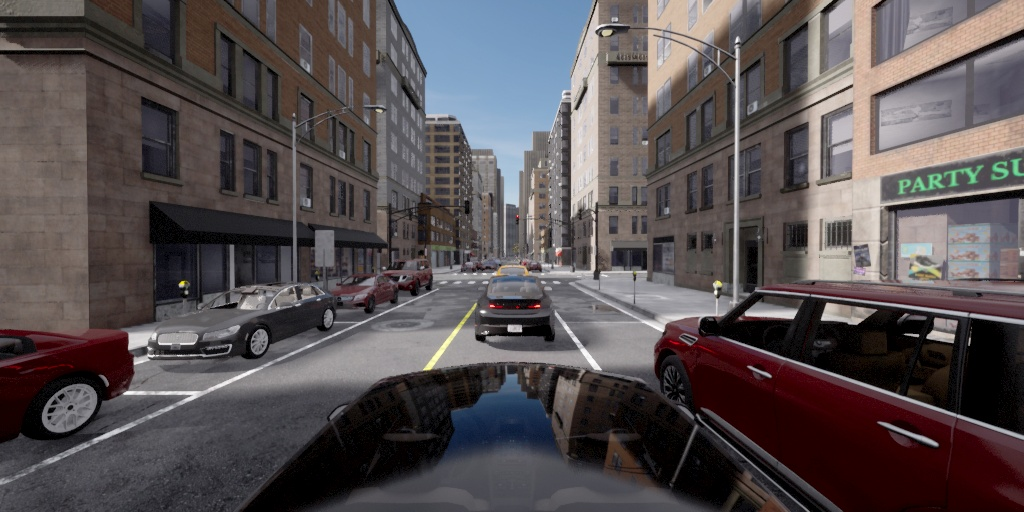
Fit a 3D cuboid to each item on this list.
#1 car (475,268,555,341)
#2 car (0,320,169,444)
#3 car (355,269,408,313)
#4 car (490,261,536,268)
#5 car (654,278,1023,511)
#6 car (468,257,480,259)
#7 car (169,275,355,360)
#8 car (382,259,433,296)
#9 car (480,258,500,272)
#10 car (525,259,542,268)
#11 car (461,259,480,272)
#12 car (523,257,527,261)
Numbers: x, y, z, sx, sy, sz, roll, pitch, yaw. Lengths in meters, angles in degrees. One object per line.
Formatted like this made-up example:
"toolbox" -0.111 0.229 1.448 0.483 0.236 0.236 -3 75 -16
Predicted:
"car" 0.079 1.254 9.838 1.837 1.490 4.892 0 0 0
"car" -5.668 1.294 2.640 1.888 1.381 4.507 0 0 0
"car" -5.644 1.331 13.805 1.802 1.307 4.207 0 0 0
"car" 0.047 1.228 18.955 1.882 1.535 5.008 0 0 1
"car" 2.858 1.064 2.645 2.192 1.841 5.009 0 0 0
"car" -5.565 1.090 51.952 2.192 1.841 5.009 0 0 0
"car" -5.656 1.299 8.222 2.007 1.370 4.403 0 0 0
"car" -5.633 1.065 19.388 2.192 1.841 5.009 0 0 0
"car" -3.005 1.333 46.982 1.994 1.385 4.181 0 0 0
"car" 2.949 1.351 46.397 1.802 1.307 4.207 0 0 0
"car" -5.577 1.351 46.387 1.802 1.307 4.207 0 0 0
"car" 2.961 1.301 52.130 1.751 1.417 4.829 0 0 0
